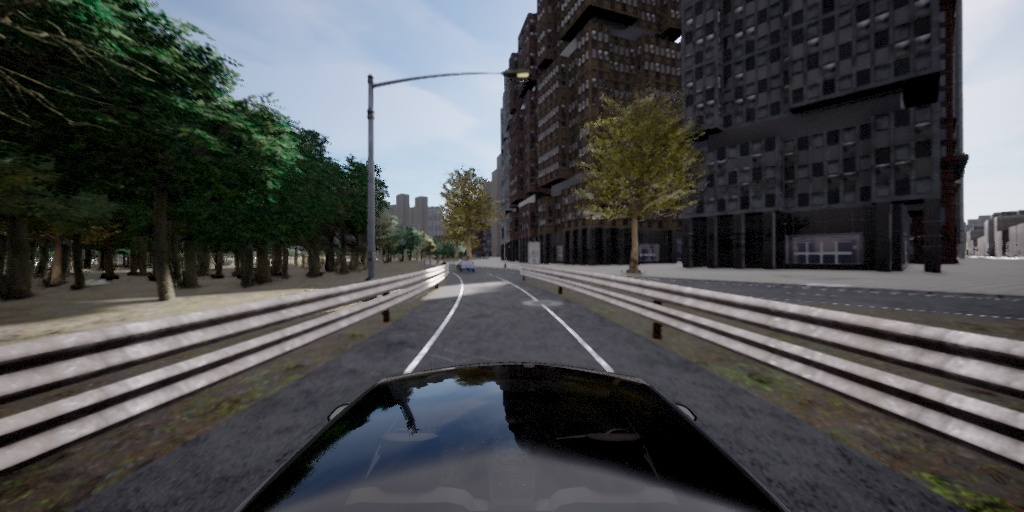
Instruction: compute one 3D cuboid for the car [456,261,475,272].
[{"bbox_3d":[-5.978,1.310,45.579,2.033,1.411,5.357,0,0,-16],"label":"car"}]
